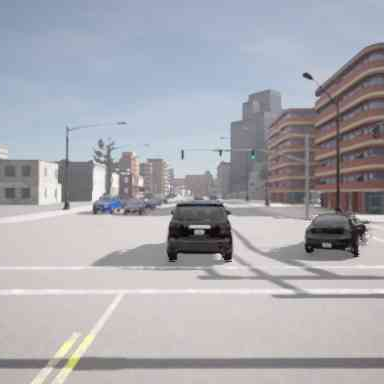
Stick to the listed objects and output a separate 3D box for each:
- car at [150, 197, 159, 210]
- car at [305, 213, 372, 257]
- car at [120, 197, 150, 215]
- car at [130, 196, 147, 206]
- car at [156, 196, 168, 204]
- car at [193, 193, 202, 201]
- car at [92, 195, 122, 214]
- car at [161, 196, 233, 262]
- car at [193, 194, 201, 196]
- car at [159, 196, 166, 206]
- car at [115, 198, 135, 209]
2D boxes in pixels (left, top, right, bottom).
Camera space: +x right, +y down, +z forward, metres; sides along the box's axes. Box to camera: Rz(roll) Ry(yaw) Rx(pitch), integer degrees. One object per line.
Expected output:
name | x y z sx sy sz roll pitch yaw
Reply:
car | -6.033 1.724 45.468 1.895 1.301 4.718 0 0 1
car | 6.017 1.611 13.649 1.837 1.490 4.892 -3 -2 33
car | -6.125 1.679 36.207 1.837 1.490 4.892 0 0 1
car | -9.347 1.552 58.142 2.033 1.411 5.357 0 1 1
car | -5.775 1.469 64.932 1.812 1.442 4.674 0 1 0
car | 1.335 1.204 77.441 2.097 1.767 4.553 0 0 1
car | -9.604 1.389 37.993 2.150 2.045 5.566 0 0 1
car | 0.340 1.312 12.707 2.150 2.045 5.566 0 0 3
car | 1.248 1.421 67.240 2.128 1.511 4.902 0 1 1
car | -5.912 1.543 54.769 1.837 1.490 4.892 0 1 1
car | -9.512 1.608 47.658 1.837 1.490 4.892 0 1 0
